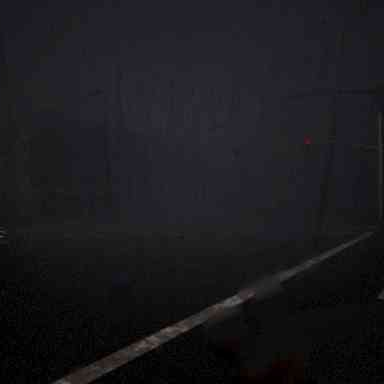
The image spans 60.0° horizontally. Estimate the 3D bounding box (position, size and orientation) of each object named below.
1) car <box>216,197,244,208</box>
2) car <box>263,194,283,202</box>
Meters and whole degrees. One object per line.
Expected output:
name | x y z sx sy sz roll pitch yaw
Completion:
car | 5.406 1.426 47.013 2.033 1.411 5.357 -1 1 35
car | 14.690 1.028 60.151 2.033 1.411 5.357 -1 0 36
